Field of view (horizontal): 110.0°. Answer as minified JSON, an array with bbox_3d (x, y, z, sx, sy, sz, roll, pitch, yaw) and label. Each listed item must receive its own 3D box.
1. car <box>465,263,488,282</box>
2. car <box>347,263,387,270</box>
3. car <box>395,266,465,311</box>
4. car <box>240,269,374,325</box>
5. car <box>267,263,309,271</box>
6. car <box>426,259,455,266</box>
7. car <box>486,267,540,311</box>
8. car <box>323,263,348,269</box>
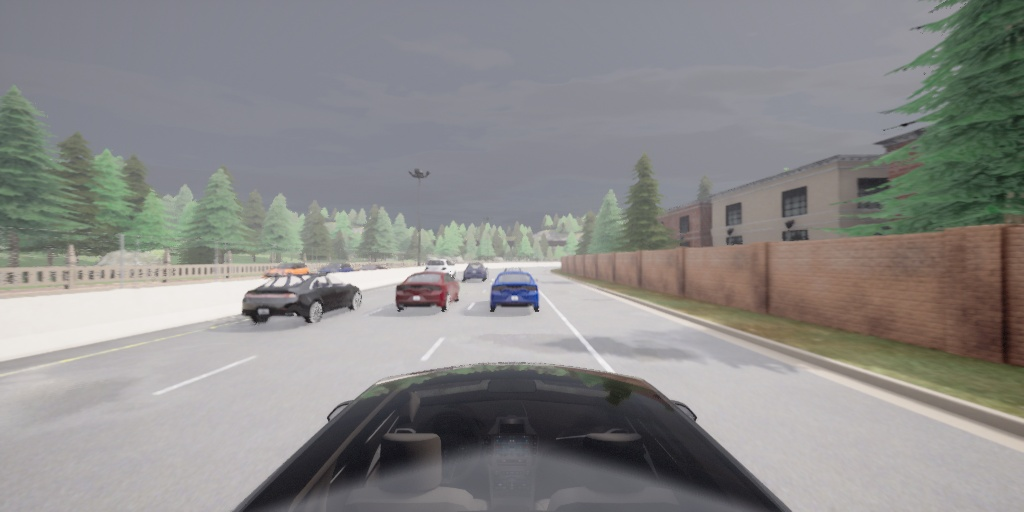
[{"bbox_3d":[-3.399,1.464,34.328,2.097,1.767,4.553,0,-1,0],"label":"car"},{"bbox_3d":[-14.092,1.605,35.746,1.882,1.535,5.008,0,-1,0],"label":"car"},{"bbox_3d":[-3.400,1.378,15.260,1.882,1.535,5.008,0,-1,0],"label":"car"},{"bbox_3d":[-6.901,1.360,12.392,2.128,1.511,4.902,0,-1,0],"label":"car"},{"bbox_3d":[-21.091,1.456,33.716,2.097,1.767,4.553,0,-1,0],"label":"car"},{"bbox_3d":[-6.899,1.339,34.836,2.150,2.045,5.566,0,-1,0],"label":"car"},{"bbox_3d":[0.100,1.378,15.262,1.882,1.535,5.008,0,-1,0],"label":"car"},{"bbox_3d":[-17.589,1.480,35.805,2.097,1.767,4.553,0,-1,0],"label":"car"}]
